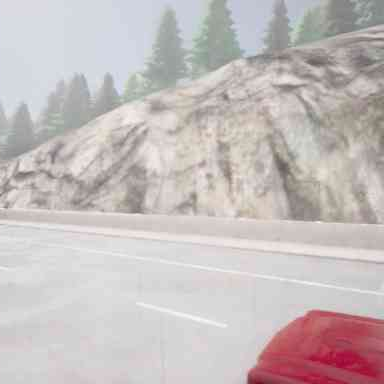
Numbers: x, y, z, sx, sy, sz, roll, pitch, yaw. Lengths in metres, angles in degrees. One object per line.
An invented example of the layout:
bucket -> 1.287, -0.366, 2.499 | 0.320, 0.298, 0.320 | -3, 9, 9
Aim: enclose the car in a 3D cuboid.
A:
car -> 2.694, 1.593, 2.089 | 4.718, 1.301, 1.895 | 0, 0, 35
